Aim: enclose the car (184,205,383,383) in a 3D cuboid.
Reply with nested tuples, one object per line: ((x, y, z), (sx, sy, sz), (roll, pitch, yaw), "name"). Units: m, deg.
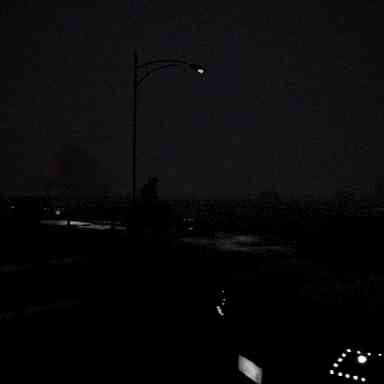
((2.874, 1.224, 4.403), (5.566, 2.045, 2.150), (0, 0, -31), "car")

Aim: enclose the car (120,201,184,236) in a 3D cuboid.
((-1.524, 1.239, 16.977), (5.008, 1.535, 1.882), (1, 0, 36), "car")

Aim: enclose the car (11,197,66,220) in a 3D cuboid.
((-10.970, 1.098, 23.685), (4.902, 1.511, 2.128), (1, 0, 35), "car")
